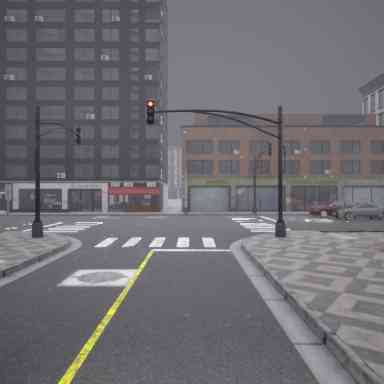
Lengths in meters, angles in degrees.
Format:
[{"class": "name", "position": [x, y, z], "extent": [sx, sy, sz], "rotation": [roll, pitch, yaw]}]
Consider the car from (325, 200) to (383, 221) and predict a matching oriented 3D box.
[{"class": "car", "position": [13.399, 1.550, 26.653], "extent": [4.181, 1.385, 1.994], "rotation": [0, 0, 0]}]

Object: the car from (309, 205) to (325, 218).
[{"class": "car", "position": [13.143, 1.491, 29.906], "extent": [5.008, 1.535, 1.882], "rotation": [0, 0, 1]}]
